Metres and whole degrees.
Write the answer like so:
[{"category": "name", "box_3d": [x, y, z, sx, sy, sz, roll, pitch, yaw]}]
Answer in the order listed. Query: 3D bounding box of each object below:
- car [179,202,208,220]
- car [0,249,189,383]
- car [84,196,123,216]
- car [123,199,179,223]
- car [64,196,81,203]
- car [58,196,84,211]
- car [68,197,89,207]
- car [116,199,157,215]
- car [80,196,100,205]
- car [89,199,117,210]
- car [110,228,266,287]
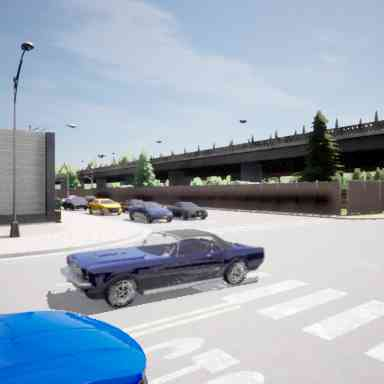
[{"category": "car", "box_3d": [-0.541, 1.508, 27.305, 1.994, 1.385, 4.181, 0, 0, -36]}, {"category": "car", "box_3d": [-2.624, 1.478, 1.902, 5.008, 1.535, 1.882, 0, 0, -36]}, {"category": "car", "box_3d": [-8.571, 1.422, 32.520, 1.882, 1.535, 5.008, 0, 0, -36]}, {"category": "car", "box_3d": [-3.204, 1.470, 25.015, 1.812, 1.442, 4.674, 0, 0, -36]}, {"category": "car", "box_3d": [-23.745, 1.469, 65.951, 1.812, 1.442, 4.674, 0, 0, -36]}, {"category": "car", "box_3d": [-14.267, 1.492, 40.499, 2.033, 1.411, 5.357, 0, 0, -35]}, {"category": "car", "box_3d": [-17.435, 1.470, 51.074, 1.812, 1.442, 4.674, 0, 0, -35]}, {"category": "car", "box_3d": [-5.906, 1.492, 34.822, 2.033, 1.411, 5.357, 0, 0, -35]}, {"category": "car", "box_3d": [-17.819, 1.422, 57.832, 1.882, 1.535, 5.008, 0, 0, -36]}, {"category": "car", "box_3d": [-11.476, 1.545, 42.632, 1.895, 1.301, 4.718, 0, 0, -35]}, {"category": "car", "box_3d": [-0.548, 1.601, 7.973, 4.718, 1.301, 1.895, 0, 0, -33]}]
